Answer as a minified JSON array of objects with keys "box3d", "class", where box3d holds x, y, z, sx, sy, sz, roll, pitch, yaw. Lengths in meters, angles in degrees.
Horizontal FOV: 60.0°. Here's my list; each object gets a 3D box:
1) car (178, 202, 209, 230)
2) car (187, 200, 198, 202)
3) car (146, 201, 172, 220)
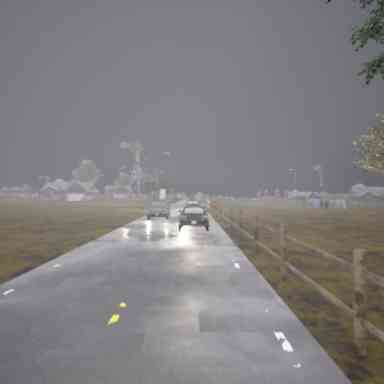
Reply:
[{"box3d":[0.108,1.568,21.272,1.812,1.442,4.674,0,0,0],"class":"car"},{"box3d":[0.111,1.682,39.830,1.812,1.442,4.674,0,0,0],"class":"car"},{"box3d":[-2.836,1.586,29.148,1.837,1.490,4.892,0,0,0],"class":"car"}]
